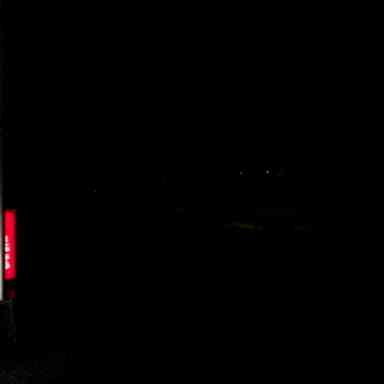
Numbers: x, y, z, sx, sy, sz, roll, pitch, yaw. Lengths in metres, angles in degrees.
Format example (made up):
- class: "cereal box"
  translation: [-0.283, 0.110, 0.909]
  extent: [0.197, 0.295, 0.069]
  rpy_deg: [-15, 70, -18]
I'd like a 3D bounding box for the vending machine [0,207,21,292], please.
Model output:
- class: "vending machine"
  translation: [-5.178, 1.460, 8.549]
  extent: [0.880, 2.100, 1.100]
  rpy_deg: [0, 0, 36]
